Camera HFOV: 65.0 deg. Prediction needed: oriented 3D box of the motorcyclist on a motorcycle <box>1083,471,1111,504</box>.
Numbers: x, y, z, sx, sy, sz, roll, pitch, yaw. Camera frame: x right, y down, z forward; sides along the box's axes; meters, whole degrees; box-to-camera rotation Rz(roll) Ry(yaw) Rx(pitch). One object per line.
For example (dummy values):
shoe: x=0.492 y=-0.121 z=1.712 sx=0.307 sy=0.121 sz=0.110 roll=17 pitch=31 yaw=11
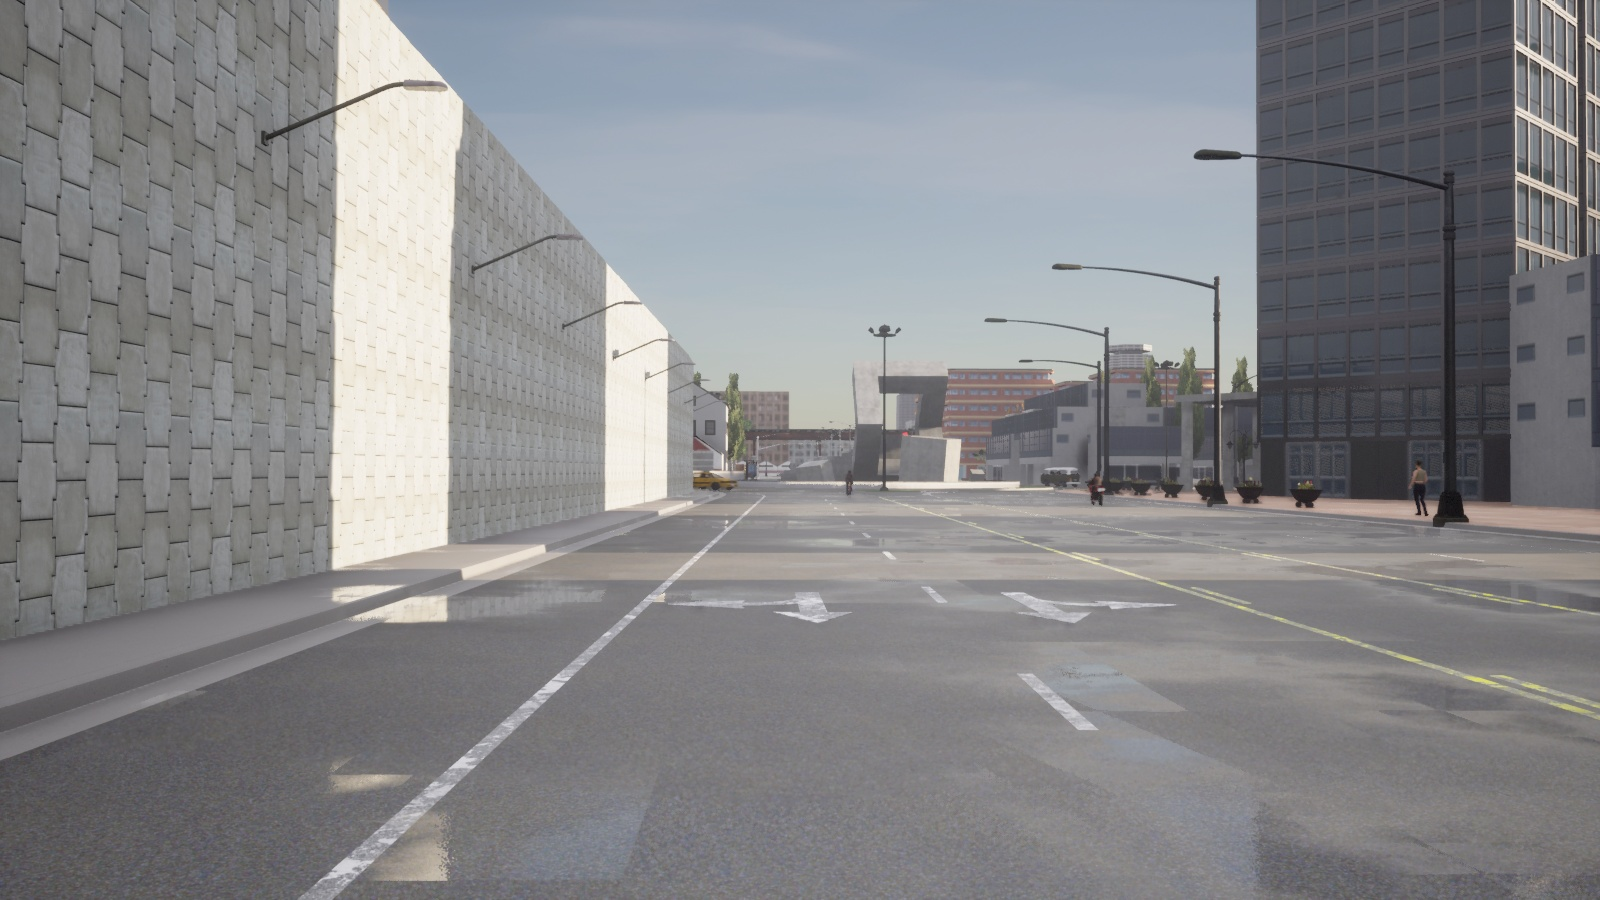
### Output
motorcyclist on a motorcycle: x=13.719 y=1.715 z=58.111 sx=0.797 sy=1.523 sz=2.044 roll=0 pitch=-1 yaw=0

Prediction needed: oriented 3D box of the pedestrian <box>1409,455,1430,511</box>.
pedestrian: x=20.432 y=1.081 z=41.405 sx=0.345 sy=1.836 sz=0.594 roll=0 pitch=-1 yaw=-5
